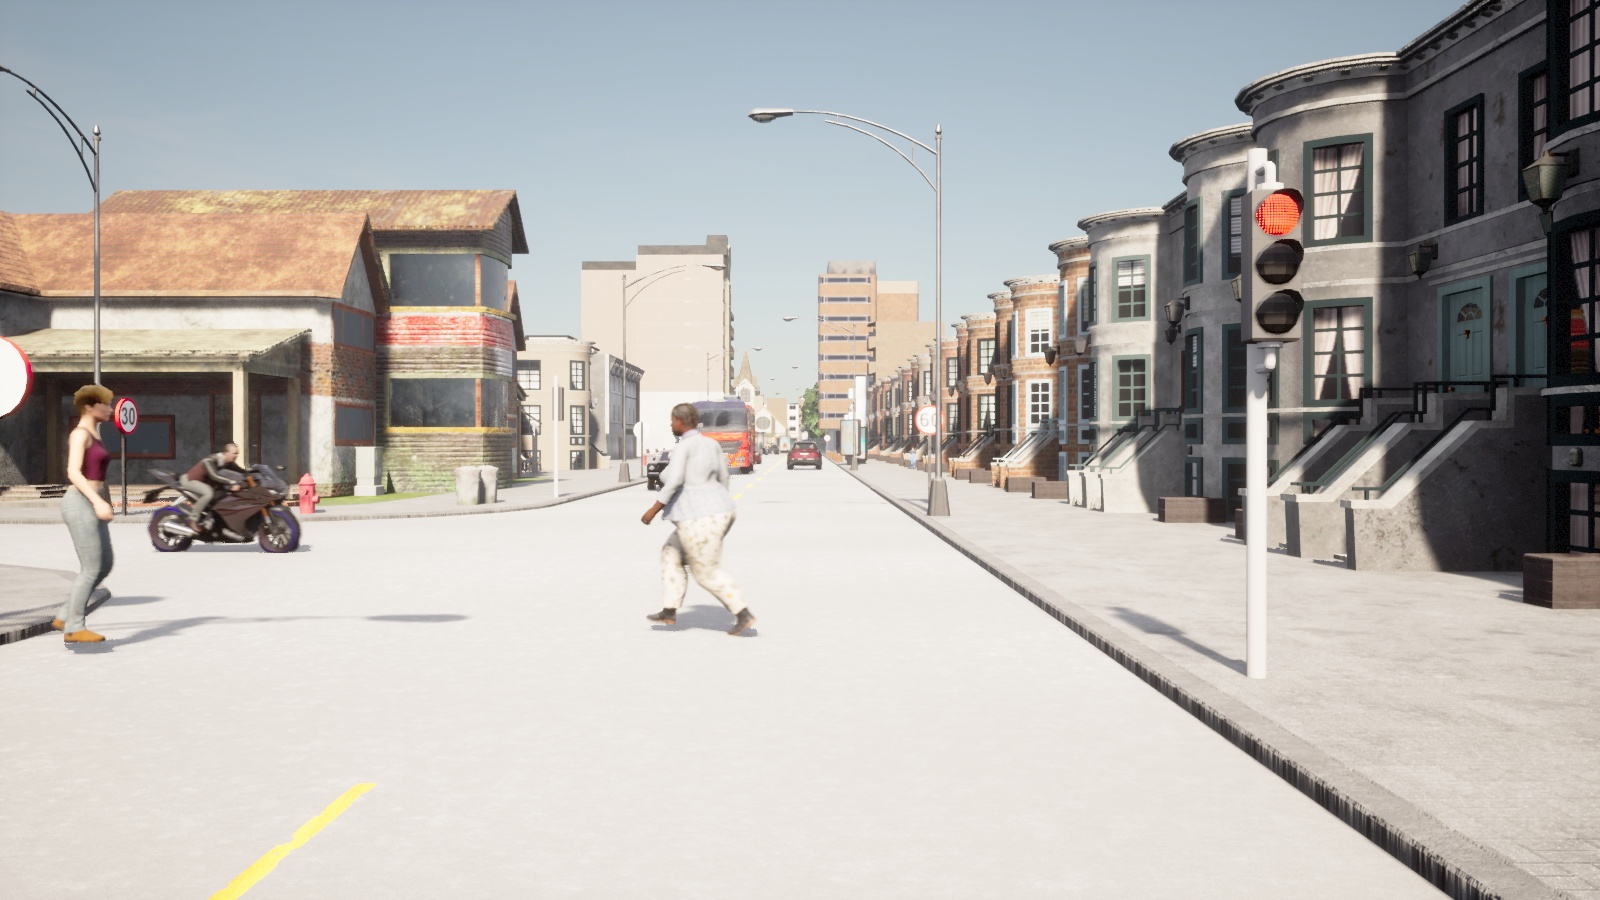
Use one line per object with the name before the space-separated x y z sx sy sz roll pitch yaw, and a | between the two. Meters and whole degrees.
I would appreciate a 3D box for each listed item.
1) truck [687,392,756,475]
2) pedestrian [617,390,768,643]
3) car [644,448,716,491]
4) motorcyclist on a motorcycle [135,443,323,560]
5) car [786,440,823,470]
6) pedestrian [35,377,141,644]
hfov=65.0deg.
truck | -3.776 -0.773 62.368 2.891 3.827 8.468 0 0 0
pedestrian | -0.819 0.484 9.761 0.900 1.855 0.874 0 0 18
car | -3.852 0.612 41.032 1.895 1.301 4.718 0 0 0
motorcyclist on a motorcycle | -7.754 0.679 17.105 2.191 1.530 0.866 0 1 7
car | 0.257 0.273 71.561 2.033 1.649 4.856 0 0 0
pedestrian | -5.038 0.417 8.901 0.594 1.836 0.345 0 0 -18
